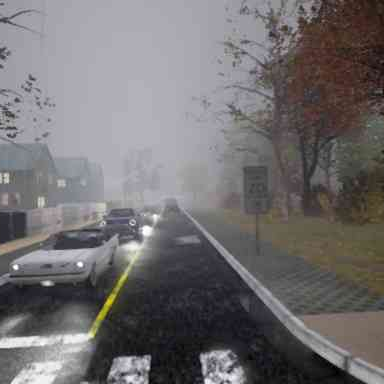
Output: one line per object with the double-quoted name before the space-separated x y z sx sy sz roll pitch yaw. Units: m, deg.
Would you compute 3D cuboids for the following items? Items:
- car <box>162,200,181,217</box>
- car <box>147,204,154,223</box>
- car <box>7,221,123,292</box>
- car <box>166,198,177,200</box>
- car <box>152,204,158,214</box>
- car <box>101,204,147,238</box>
"car" -2.264 1.967 37.222 2.128 1.511 4.902 -2 -1 -4
"car" -4.721 2.081 29.685 1.895 1.301 4.718 -2 -1 -4
"car" -3.440 1.813 9.804 1.895 1.301 4.718 -2 -1 -4
"car" -3.355 1.924 53.727 2.150 2.045 5.566 -2 -1 -4
"car" -5.641 2.293 45.338 1.895 1.301 4.718 -2 -1 -4
"car" -4.086 1.697 19.707 2.097 1.767 4.553 -2 -1 -4
